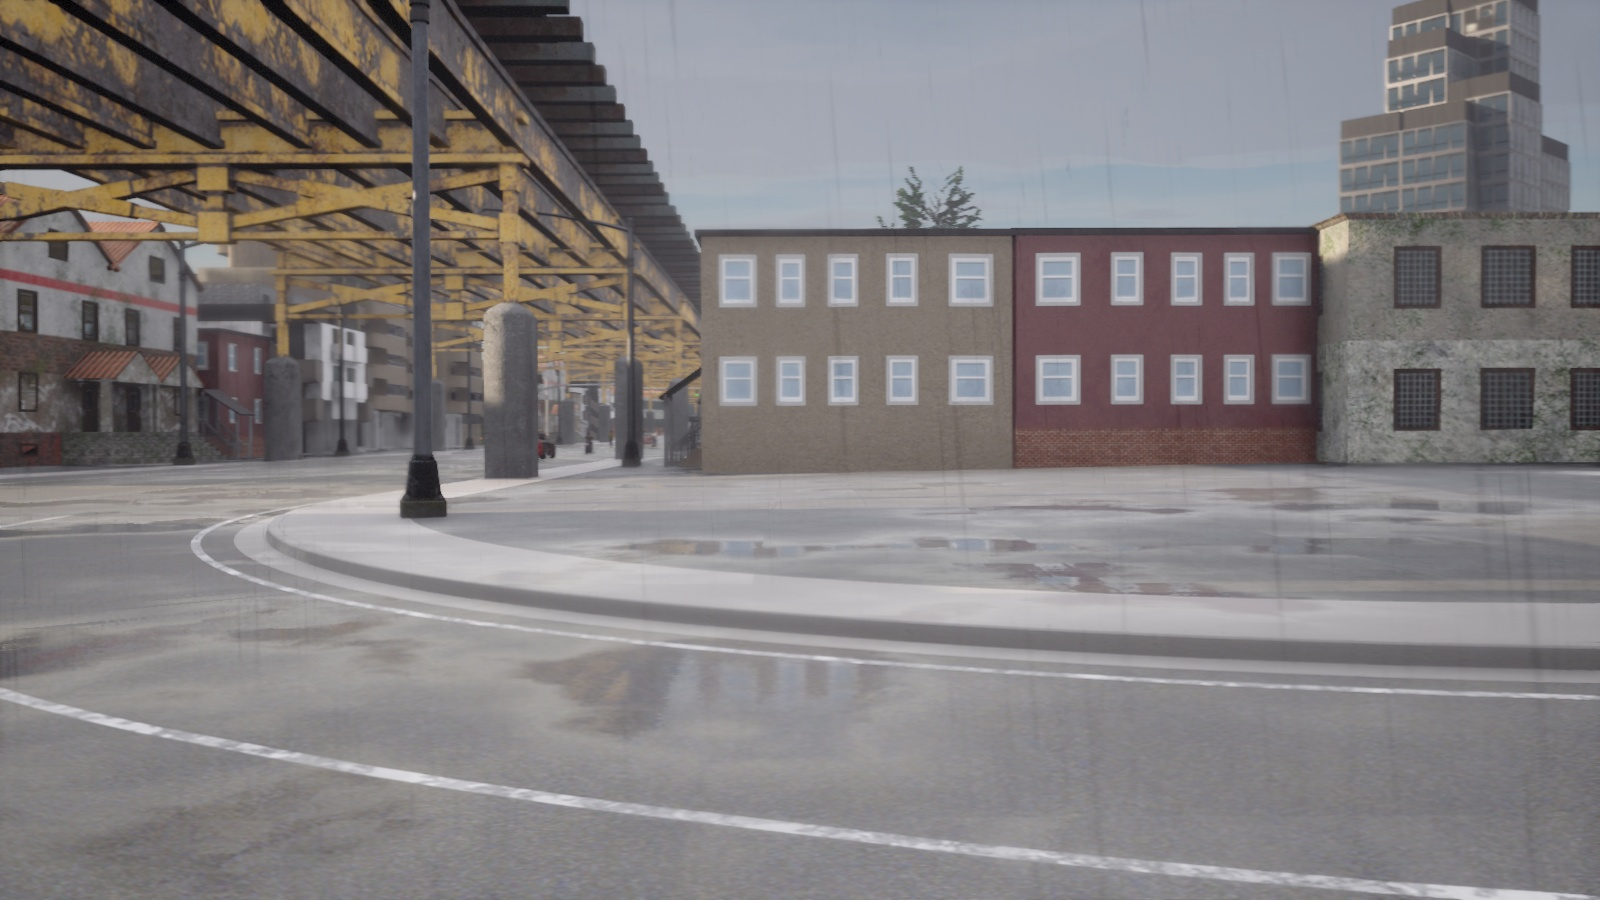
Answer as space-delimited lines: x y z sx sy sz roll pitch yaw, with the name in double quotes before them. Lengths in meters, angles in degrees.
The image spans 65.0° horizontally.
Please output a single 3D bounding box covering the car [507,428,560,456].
"car" -16.047 -0.492 75.823 2.242 1.667 4.611 0 1 0
